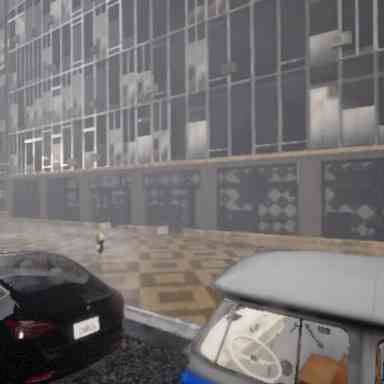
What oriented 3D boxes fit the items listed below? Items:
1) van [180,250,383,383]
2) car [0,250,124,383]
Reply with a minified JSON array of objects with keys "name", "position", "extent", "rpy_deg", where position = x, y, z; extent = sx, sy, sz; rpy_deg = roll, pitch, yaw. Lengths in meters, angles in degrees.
[{"name":"van","position":[1.731,1.344,1.658],"extent":[3.998,1.788,1.690],"rpy_deg":[0,-1,36]},{"name":"car","position":[-2.873,1.545,4.938],"extent":[4.313,1.339,1.947],"rpy_deg":[0,-1,36]}]
